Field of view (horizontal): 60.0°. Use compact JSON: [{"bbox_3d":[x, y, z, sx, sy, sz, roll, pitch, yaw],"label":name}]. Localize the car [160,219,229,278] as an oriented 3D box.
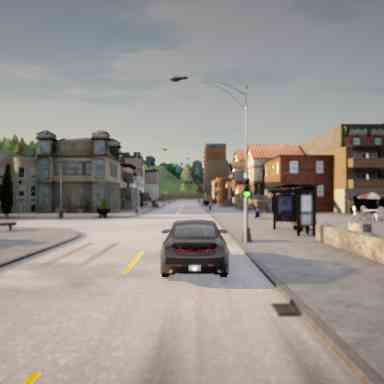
[{"bbox_3d":[0.081,1.628,10.551,1.837,1.490,4.892,0,0,0],"label":"car"}]
